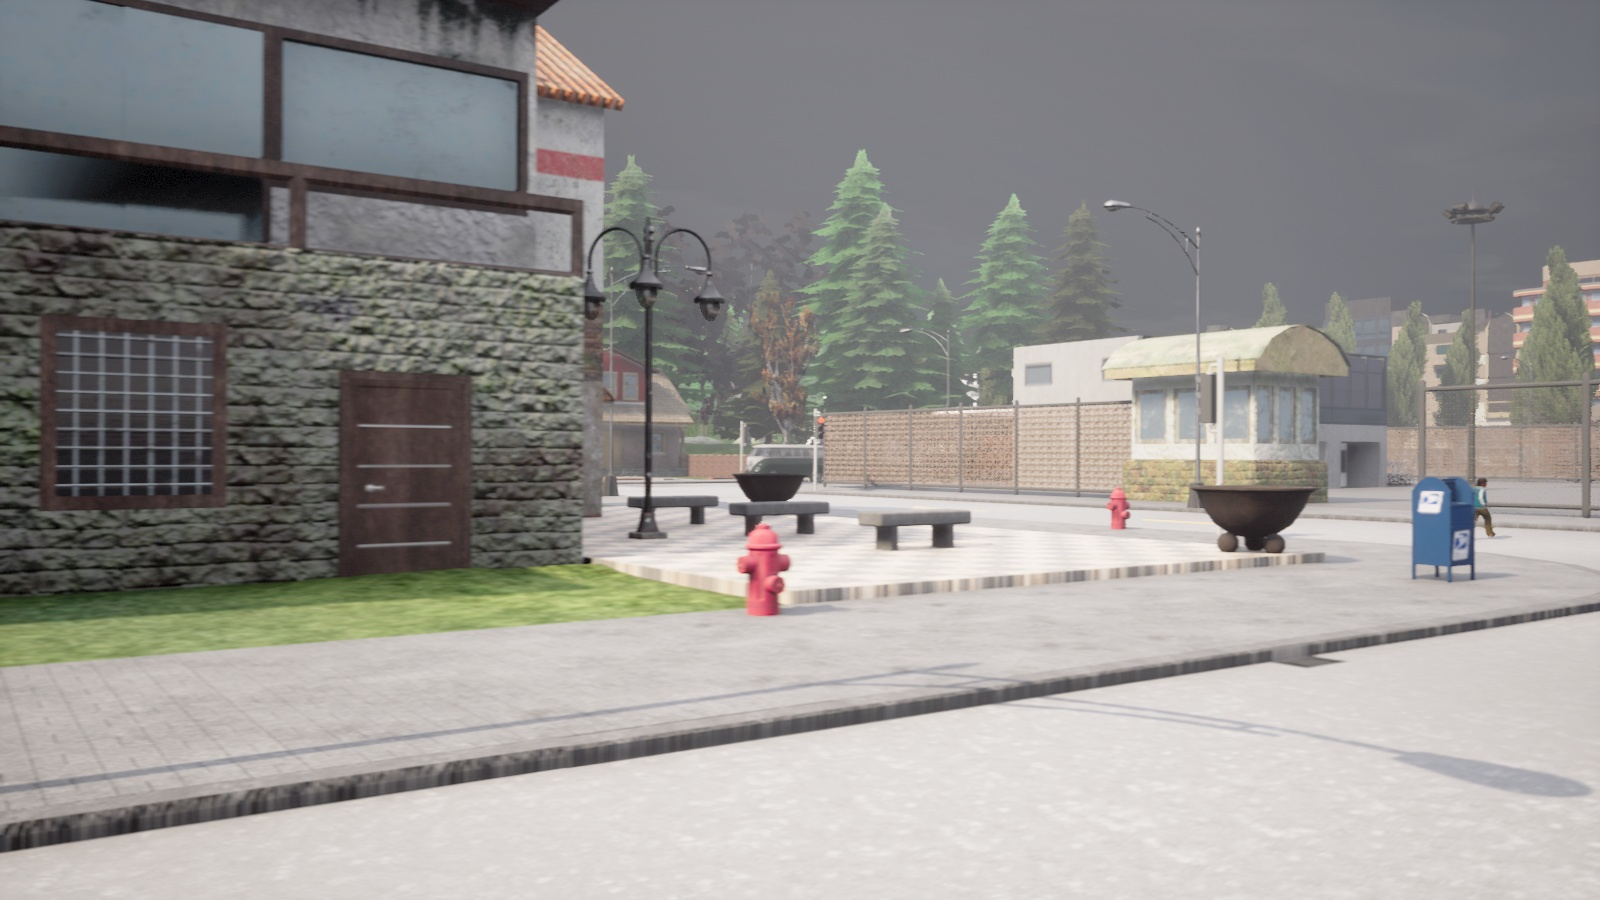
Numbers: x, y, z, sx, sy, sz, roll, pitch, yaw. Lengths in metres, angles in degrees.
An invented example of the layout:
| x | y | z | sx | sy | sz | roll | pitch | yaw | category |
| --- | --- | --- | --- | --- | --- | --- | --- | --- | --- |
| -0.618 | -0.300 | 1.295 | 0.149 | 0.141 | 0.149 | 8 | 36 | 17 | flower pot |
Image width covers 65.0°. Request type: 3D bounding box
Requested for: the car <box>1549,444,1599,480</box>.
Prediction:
| x | y | z | sx | sy | sz | roll | pitch | yaw | category |
| --- | --- | --- | --- | --- | --- | --- | --- | --- | --- |
| 45.997 | 0.680 | 71.338 | 2.150 | 2.045 | 5.566 | 0 | 0 | -34 | car |

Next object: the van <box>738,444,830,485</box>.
| x | y | z | sx | sy | sz | roll | pitch | yaw | category |
| --- | --- | --- | --- | --- | --- | --- | --- | --- | --- |
| -0.802 | 0.719 | 63.788 | 4.442 | 1.987 | 1.775 | 0 | 0 | -35 | van |

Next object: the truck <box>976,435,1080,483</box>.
| x | y | z | sx | sy | sz | roll | pitch | yaw | category |
| --- | --- | --- | --- | --- | --- | --- | --- | --- | --- |
| 12.379 | 0.483 | 68.091 | 5.204 | 2.467 | 2.627 | 0 | 0 | -35 | truck |

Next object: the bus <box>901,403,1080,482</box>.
| x | y | z | sx | sy | sz | roll | pitch | yaw | category |
| --- | --- | --- | --- | --- | --- | --- | --- | --- | --- |
| 11.042 | -0.390 | 72.038 | 10.273 | 4.253 | 3.944 | 0 | 0 | -35 | bus |

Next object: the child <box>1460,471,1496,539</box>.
| x | y | z | sx | sy | sz | roll | pitch | yaw | category |
| --- | --- | --- | --- | --- | --- | --- | --- | --- | --- |
| 12.137 | 0.984 | 22.483 | 0.448 | 1.192 | 0.343 | 0 | 0 | -16 | child |
